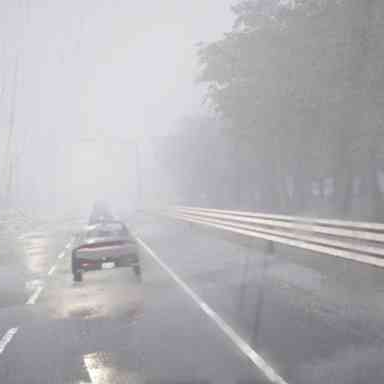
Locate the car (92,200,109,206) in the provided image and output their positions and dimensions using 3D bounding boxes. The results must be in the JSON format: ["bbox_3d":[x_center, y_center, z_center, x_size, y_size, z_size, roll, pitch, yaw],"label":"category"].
[{"bbox_3d":[-13.208,2.260,48.282,2.150,2.045,5.566,-4,0,-13],"label":"car"}]

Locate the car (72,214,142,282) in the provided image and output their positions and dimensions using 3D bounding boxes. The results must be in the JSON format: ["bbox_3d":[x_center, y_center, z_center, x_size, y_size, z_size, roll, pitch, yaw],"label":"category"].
[{"bbox_3d":[-2.806,1.710,10.822,2.128,1.511,4.902,-4,0,-16],"label":"car"}]

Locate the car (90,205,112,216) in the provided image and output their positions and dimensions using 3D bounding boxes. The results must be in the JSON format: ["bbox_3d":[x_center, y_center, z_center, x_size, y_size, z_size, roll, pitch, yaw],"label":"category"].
[{"bbox_3d":[-8.168,2.198,29.948,1.994,1.385,4.181,-4,0,-16],"label":"car"}]
